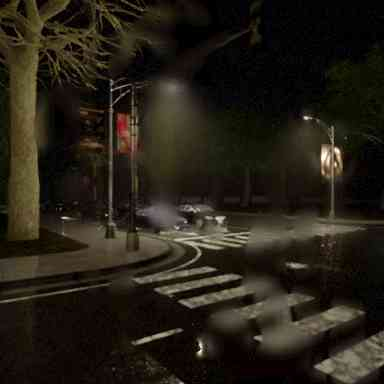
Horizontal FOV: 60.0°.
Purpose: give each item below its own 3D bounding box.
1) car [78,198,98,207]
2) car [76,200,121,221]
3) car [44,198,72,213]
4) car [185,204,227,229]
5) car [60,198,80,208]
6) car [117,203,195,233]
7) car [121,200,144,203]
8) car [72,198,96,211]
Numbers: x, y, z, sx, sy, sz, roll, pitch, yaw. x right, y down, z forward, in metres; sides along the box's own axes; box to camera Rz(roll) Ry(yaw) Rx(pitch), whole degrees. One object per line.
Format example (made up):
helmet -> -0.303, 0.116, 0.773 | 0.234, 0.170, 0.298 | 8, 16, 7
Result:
car -> -18.653, 1.862, 59.717 | 1.882, 1.535, 5.008 | 0, -1, -36
car -> -7.987, 1.684, 28.256 | 1.994, 1.385, 4.181 | 0, 0, -36
car -> -16.340, 1.707, 39.787 | 1.837, 1.490, 4.892 | 0, 0, -36
car -> 0.292, 1.577, 22.397 | 2.128, 1.511, 4.902 | 0, 0, -36
car -> -21.284, 1.850, 57.808 | 1.882, 1.535, 5.008 | 0, -1, -36
car -> -2.385, 1.621, 20.529 | 2.033, 1.411, 5.357 | 0, 0, -36
car -> -5.124, 1.483, 29.844 | 2.097, 1.767, 4.553 | 0, 0, -36
car -> -13.809, 1.781, 41.836 | 1.994, 1.385, 4.181 | 0, -1, -36
